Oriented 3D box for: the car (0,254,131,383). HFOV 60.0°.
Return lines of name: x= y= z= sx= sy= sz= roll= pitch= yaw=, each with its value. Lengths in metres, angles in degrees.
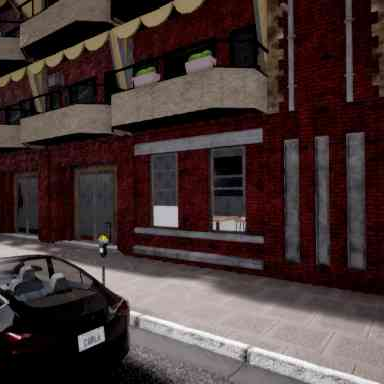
car: x=-2.739 y=1.567 z=4.680 sx=4.313 sy=1.339 sz=1.947 roll=0 pitch=-1 yaw=35
